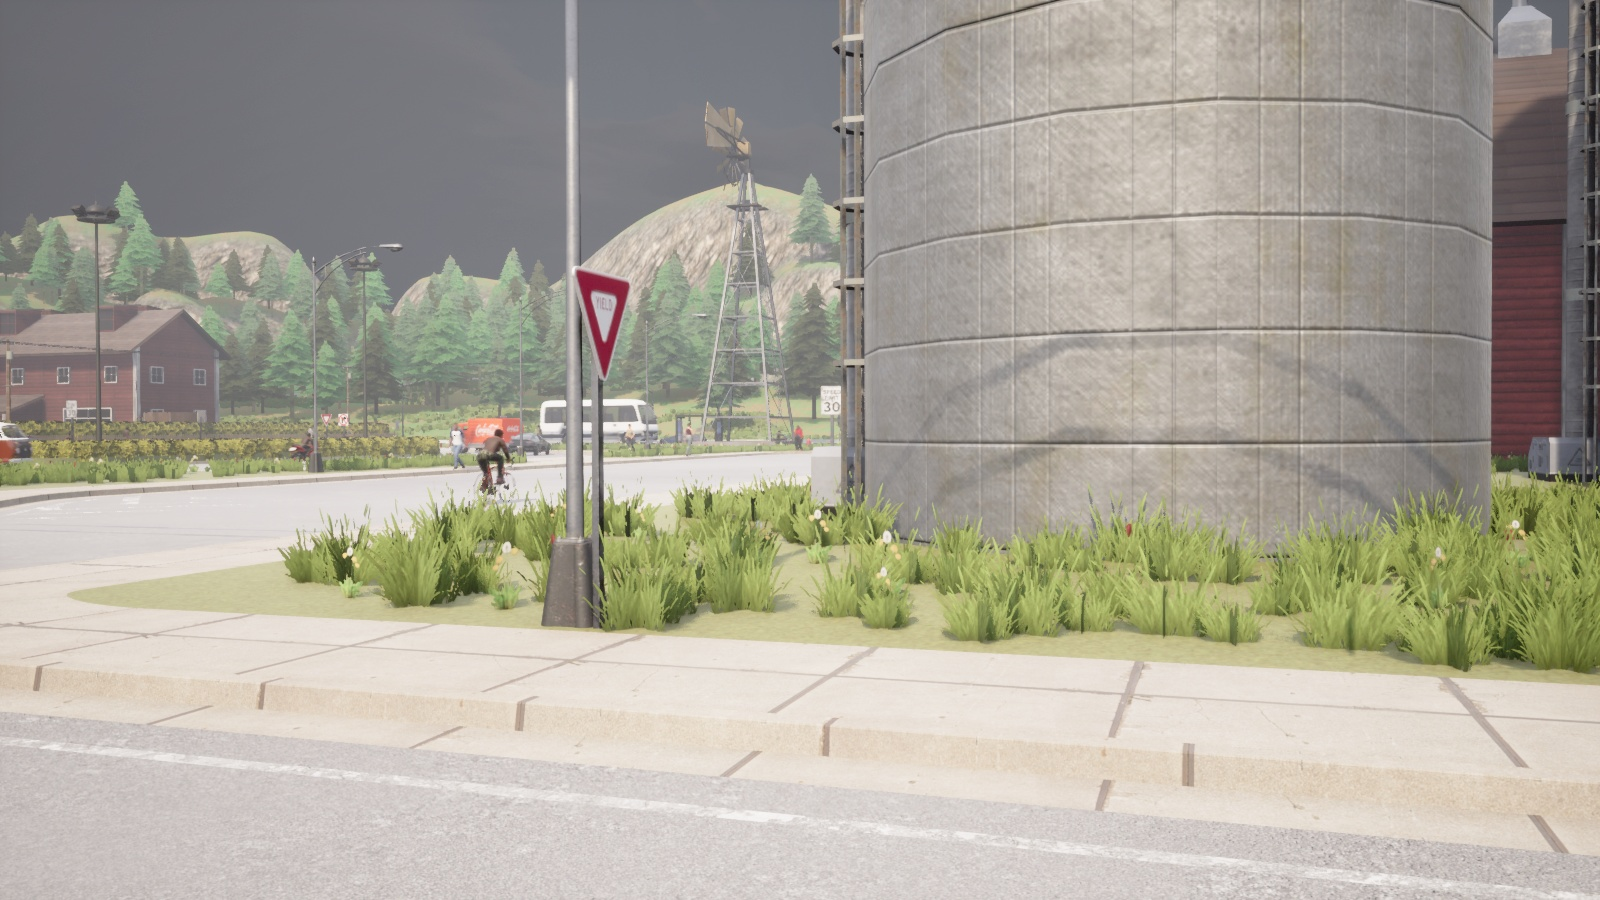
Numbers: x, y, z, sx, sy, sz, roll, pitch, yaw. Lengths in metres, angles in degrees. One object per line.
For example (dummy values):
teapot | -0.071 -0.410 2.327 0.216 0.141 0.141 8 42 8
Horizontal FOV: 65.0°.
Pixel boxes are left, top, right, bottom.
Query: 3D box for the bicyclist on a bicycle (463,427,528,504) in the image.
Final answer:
bicyclist on a bicycle | -6.579 0.320 27.173 0.582 1.620 1.656 1 1 18

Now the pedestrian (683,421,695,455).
pedestrian | -6.051 -0.639 68.565 0.345 1.836 0.594 1 1 32

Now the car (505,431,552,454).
car | -17.436 -0.508 80.894 1.812 1.442 4.674 0 1 3

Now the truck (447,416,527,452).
truck | -22.242 -1.172 89.212 5.204 2.467 2.627 1 1 31

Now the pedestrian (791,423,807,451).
pedestrian | -0.059 -0.839 82.465 0.634 1.844 0.899 1 1 33

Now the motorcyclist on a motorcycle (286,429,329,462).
motorcyclist on a motorcycle | -23.427 -0.236 59.751 0.797 1.523 2.044 0 1 18

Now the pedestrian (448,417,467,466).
pedestrian | -12.798 -0.318 46.957 0.354 1.836 0.706 0 1 17

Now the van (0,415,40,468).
van | -32.186 -0.343 48.411 4.480 2.038 2.069 0 2 -10
